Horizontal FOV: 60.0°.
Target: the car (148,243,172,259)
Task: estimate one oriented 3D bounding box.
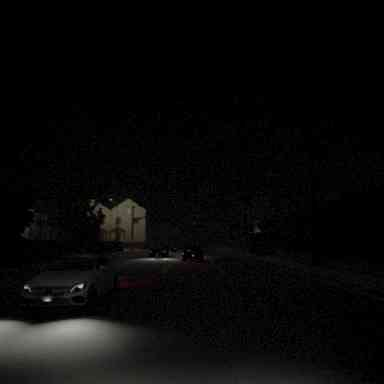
[{"bbox_3d":[-3.584,6.471,36.439,1.812,1.442,4.674,0,-9,0],"label":"car"}]

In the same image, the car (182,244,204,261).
[{"bbox_3d":[0.101,5.697,31.450,2.128,1.511,4.902,0,-8,0],"label":"car"}]

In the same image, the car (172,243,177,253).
[{"bbox_3d":[-3.500,9.133,54.421,1.882,1.535,5.008,0,-8,0],"label":"car"}]

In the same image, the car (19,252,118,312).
[{"bbox_3d":[-3.604,2.695,10.619,1.812,1.442,4.674,-1,-7,0],"label":"car"}]
